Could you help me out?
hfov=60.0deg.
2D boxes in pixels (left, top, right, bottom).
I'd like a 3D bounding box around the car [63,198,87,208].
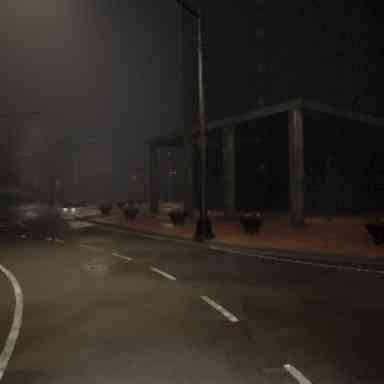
[{"bbox_3d":[-17.757,1.694,50.688,2.033,1.411,5.357,-1,0,3],"label":"car"}]
